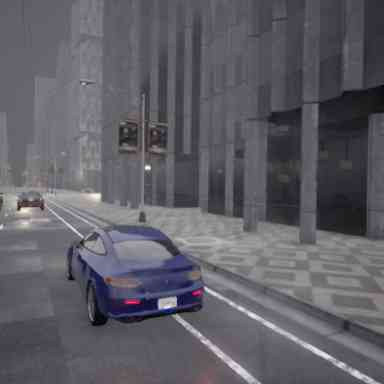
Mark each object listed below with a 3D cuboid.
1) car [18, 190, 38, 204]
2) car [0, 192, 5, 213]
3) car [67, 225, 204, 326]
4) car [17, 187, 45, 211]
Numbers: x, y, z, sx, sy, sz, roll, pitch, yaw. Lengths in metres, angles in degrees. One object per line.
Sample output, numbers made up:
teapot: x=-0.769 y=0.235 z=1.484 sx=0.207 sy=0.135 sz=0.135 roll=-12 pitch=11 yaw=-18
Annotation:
car: x=-19.760 y=0.595 z=40.043 sx=2.128 sy=1.511 sz=4.902 roll=0 pitch=1 yaw=-27
car: x=-16.391 y=0.575 z=26.609 sx=2.150 sy=2.045 sz=5.566 roll=0 pitch=1 yaw=-27
car: x=-1.407 y=1.404 z=6.888 sx=1.812 sy=1.442 sz=4.674 roll=0 pitch=1 yaw=-27
car: x=-14.667 y=0.678 z=30.232 sx=2.097 sy=1.767 sz=4.553 roll=0 pitch=1 yaw=-27
